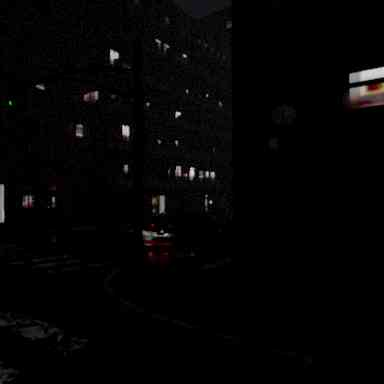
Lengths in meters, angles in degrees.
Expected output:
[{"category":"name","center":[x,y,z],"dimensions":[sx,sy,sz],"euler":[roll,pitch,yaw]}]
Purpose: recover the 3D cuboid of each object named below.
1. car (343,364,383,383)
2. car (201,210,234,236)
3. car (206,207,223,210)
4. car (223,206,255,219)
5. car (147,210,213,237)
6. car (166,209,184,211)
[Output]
[{"category":"car","center":[2.449,1.434,1.127],"dimensions":[4.097,1.590,1.967],"euler":[0,0,36]},{"category":"car","center":[2.767,1.971,20.421],"dimensions":[2.008,1.369,4.403],"euler":[-2,-2,35]},{"category":"car","center":[2.318,2.246,34.687],"dimensions":[2.008,1.369,4.403],"euler":[-2,-2,35]},{"category":"car","center":[5.586,2.373,39.272],"dimensions":[1.947,1.339,4.313],"euler":[-2,-2,35]},{"category":"car","center":[-0.421,2.008,20.780],"dimensions":[1.895,1.301,4.718],"euler":[0,-1,35]},{"category":"car","center":[-1.318,2.006,24.864],"dimensions":[1.812,1.442,4.674],"euler":[0,-1,35]}]
